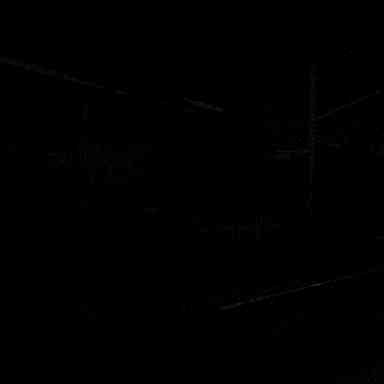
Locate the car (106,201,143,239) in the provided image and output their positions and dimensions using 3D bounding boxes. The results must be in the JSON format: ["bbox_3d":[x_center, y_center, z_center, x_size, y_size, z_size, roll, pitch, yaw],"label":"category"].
[{"bbox_3d":[-4.324,1.448,18.358,1.905,1.878,3.866,1,0,-36],"label":"car"}]

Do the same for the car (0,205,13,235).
[{"bbox_3d":[-11.453,1.524,18.621,2.242,1.667,4.611,1,0,-36],"label":"car"}]
